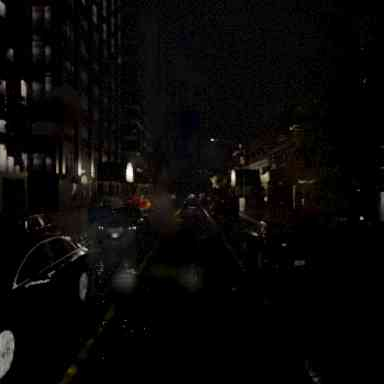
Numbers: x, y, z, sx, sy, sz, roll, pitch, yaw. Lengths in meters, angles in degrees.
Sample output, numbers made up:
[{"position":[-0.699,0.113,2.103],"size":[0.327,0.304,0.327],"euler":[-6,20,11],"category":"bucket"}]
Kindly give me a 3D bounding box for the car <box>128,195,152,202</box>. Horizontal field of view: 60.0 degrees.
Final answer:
[{"position":[-5.713,1.248,33.364],"size":[2.192,1.841,5.009],"euler":[-1,0,0],"category":"car"}]

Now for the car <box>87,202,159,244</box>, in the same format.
[{"position":[-3.048,1.460,15.713],"size":[2.128,1.511,4.902],"euler":[0,0,1],"category":"car"}]

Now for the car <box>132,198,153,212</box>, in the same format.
[{"position":[-5.711,1.447,38.730],"size":[1.752,1.417,4.829],"euler":[-1,0,0],"category":"car"}]

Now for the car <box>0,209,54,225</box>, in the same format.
[{"position":[-5.717,1.420,10.498],"size":[1.967,1.590,4.097],"euler":[-1,0,0],"category":"car"}]

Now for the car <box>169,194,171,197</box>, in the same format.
[{"position":[-5.718,1.391,66.403],"size":[1.752,1.417,4.829],"euler":[-1,0,0],"category":"car"}]

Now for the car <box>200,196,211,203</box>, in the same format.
[{"position":[2.663,1.431,66.563],"size":[1.947,1.339,4.313],"euler":[-1,0,0],"category":"car"}]

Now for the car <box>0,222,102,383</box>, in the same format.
[{"position":[-3.092,1.495,5.337],"size":[1.837,1.490,4.892],"euler":[0,0,0],"category":"car"}]

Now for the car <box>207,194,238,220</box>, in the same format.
[{"position":[2.668,1.259,27.822],"size":[2.192,1.841,5.009],"euler":[-1,0,0],"category":"car"}]

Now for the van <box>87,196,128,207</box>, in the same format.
[{"position":[-5.710,1.297,22.295],"size":[1.690,1.788,3.998],"euler":[-1,0,0],"category":"van"}]

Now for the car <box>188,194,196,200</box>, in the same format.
[{"position":[-0.020,1.159,83.632],"size":[1.837,1.490,4.892],"euler":[0,0,0],"category":"car"}]

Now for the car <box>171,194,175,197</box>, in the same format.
[{"position":[-5.726,1.248,94.248],"size":[1.967,1.590,4.097],"euler":[-1,0,0],"category":"car"}]

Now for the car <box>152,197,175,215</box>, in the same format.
[{"position":[-3.013,1.479,33.760],"size":[2.033,1.411,5.357],"euler":[0,0,0],"category":"car"}]

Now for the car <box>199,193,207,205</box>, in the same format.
[{"position":[2.662,1.202,55.495],"size":[2.192,1.841,5.009],"euler":[-1,0,0],"category":"car"}]

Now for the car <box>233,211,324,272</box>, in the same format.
[{"position":[2.688,1.530,10.483],"size":[2.008,1.369,4.403],"euler":[-1,0,0],"category":"car"}]

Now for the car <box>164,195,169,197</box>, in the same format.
[{"position":[-5.717,1.402,60.869],"size":[1.752,1.417,4.829],"euler":[-1,0,0],"category":"car"}]

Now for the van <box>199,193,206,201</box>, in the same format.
[{"position":[2.655,1.172,83.166],"size":[1.690,1.788,3.998],"euler":[-1,0,0],"category":"van"}]

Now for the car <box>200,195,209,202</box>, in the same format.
[{"position":[2.662,1.435,72.098],"size":[1.802,1.307,4.206],"euler":[-1,0,0],"category":"car"}]

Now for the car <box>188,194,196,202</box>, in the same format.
[{"position":[-0.017,1.376,73.348],"size":[2.033,1.411,5.357],"euler":[0,0,0],"category":"car"}]
